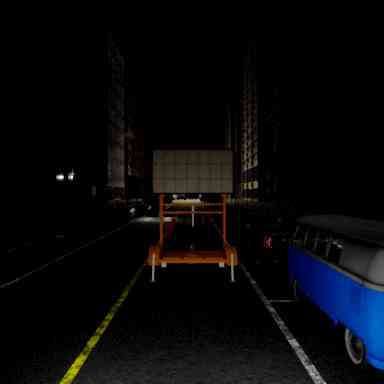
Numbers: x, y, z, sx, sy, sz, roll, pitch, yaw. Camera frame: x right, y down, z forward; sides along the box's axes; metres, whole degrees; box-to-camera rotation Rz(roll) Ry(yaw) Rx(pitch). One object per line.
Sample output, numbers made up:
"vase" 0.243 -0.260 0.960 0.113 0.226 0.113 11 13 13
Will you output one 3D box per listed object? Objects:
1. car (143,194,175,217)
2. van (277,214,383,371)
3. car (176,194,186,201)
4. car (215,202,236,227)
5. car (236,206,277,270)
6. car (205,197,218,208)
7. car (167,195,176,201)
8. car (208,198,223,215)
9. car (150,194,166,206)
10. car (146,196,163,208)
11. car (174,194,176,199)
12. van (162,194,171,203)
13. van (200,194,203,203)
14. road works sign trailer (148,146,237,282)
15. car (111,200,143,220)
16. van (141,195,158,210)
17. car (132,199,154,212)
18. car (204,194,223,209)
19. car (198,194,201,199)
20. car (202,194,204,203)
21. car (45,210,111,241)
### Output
"car" -3.014 1.361 31.492 2.097 1.767 4.553 0 0 0
"van" 2.778 1.341 5.398 1.690 1.788 3.998 0 0 0
"car" -2.754 1.276 89.650 2.150 2.045 5.566 0 0 0
"car" 2.823 1.570 22.225 1.947 1.339 4.313 0 0 0
"car" 2.793 1.441 11.007 1.967 1.590 4.097 0 0 0
"car" 2.901 1.549 50.441 1.752 1.417 4.829 0 0 0
"car" -5.517 1.610 89.548 2.008 1.369 4.403 0 0 0
"car" 2.854 1.593 33.444 1.802 1.307 4.206 0 0 0
"car" -5.609 1.343 55.892 2.192 1.841 5.009 0 0 0
"car" -5.625 1.463 50.282 1.967 1.590 4.097 0 0 0
"car" -5.548 1.363 78.330 2.192 1.841 5.009 0 0 0
"van" -5.563 1.383 72.721 1.690 1.788 3.998 0 0 0
"van" 2.931 1.374 61.489 1.690 1.788 3.998 0 0 0
"road works sign trailer" 0.026 0.465 9.739 2.380 3.560 2.880 0 0 0
"car" -5.686 1.558 27.845 2.008 1.369 4.403 0 0 0
"van" -5.640 1.360 44.673 1.690 1.788 3.998 0 0 0
"car" -5.656 1.540 38.894 1.752 1.417 4.829 0 0 0
"car" 2.870 1.330 39.053 2.192 1.841 5.009 0 0 0
"car" 2.962 1.357 72.707 2.192 1.841 5.009 0 0 0
"car" 2.885 1.334 44.662 2.192 1.841 5.009 0 0 0
"car" -5.717 1.568 16.626 1.947 1.339 4.313 0 0 0
